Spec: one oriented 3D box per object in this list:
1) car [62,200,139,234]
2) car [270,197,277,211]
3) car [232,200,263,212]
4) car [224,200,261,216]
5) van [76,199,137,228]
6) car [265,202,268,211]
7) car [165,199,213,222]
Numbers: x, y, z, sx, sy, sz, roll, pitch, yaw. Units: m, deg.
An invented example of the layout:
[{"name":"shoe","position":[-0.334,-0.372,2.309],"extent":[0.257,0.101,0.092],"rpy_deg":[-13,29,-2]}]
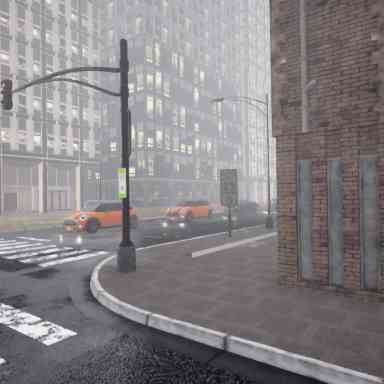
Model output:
[{"name":"car","position":[-5.386,1.416,19.921],"extent":[2.097,1.767,4.553],"rpy_deg":[-1,-1,37]},{"name":"car","position":[10.797,1.524,36.818],"extent":[1.882,1.535,5.008],"rpy_deg":[-1,-1,36]},{"name":"car","position":[6.953,1.689,41.383],"extent":[1.752,1.417,4.829],"rpy_deg":[-2,-1,36]},{"name":"car","position":[5.095,1.590,34.374],"extent":[2.128,1.511,4.902],"rpy_deg":[-1,-1,36]},{"name":"van","position":[-5.946,1.460,23.520],"extent":[1.690,1.788,3.998],"rpy_deg":[-2,-1,36]},{"name":"car","position":[11.035,1.471,42.556],"extent":[2.097,1.767,4.553],"rpy_deg":[-1,-1,36]},{"name":"car","position":[-0.181,1.433,27.077],"extent":[2.097,1.767,4.553],"rpy_deg":[-1,-1,36]}]
